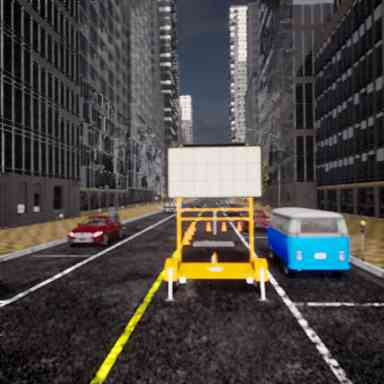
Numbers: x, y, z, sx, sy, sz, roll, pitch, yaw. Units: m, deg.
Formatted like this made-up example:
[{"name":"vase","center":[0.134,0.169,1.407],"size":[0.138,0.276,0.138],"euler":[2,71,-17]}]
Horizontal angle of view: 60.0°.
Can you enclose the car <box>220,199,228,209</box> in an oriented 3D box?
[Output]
[{"name":"car","center":[5.681,2.075,50.149],"size":[2.008,1.369,4.403],"euler":[-1,-1,3]}]

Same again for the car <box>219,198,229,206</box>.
[{"name":"car","center":[6.985,2.186,72.882],"size":[1.967,1.590,4.097],"euler":[-1,-1,3]}]

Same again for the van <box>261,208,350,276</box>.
[{"name":"van","center":[3.393,1.426,10.373],"size":[1.690,1.788,3.998],"euler":[-1,-1,3]}]

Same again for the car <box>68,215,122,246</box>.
[{"name":"car","center":[-4.644,1.833,16.535],"size":[1.802,1.307,4.206],"euler":[-1,-1,3]}]

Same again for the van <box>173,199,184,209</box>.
[{"name":"van","center":[-2.361,2.025,56.318],"size":[1.690,1.788,3.998],"euler":[-1,-1,3]}]

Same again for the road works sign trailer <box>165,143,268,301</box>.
[{"name":"road works sign trailer","center":[0.584,0.560,8.560],"size":[2.380,3.560,2.880],"euler":[-1,-1,3]}]

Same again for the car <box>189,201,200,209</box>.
[{"name":"car","center":[0.505,2.229,59.286],"size":[2.033,1.411,5.357],"euler":[-1,-1,3]}]

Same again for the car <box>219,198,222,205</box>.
[{"name":"car","center":[6.007,2.132,55.832],"size":[2.008,1.369,4.403],"euler":[-1,-1,3]}]

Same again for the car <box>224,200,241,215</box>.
[{"name":"car","center":[5.028,1.984,38.784],"size":[1.802,1.307,4.206],"euler":[-1,-1,3]}]

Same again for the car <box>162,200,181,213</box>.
[{"name":"car","center":[-3.012,2.117,44.950],"size":[2.008,1.369,4.403],"euler":[-1,-1,3]}]

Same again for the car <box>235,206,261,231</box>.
[{"name":"car","center":[4.049,1.794,21.735],"size":[1.802,1.307,4.206],"euler":[-1,-1,3]}]
